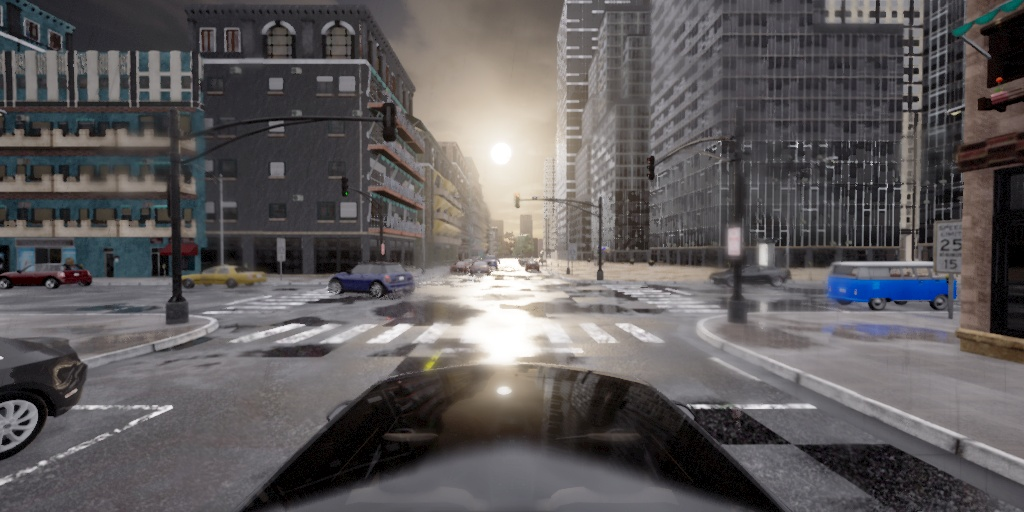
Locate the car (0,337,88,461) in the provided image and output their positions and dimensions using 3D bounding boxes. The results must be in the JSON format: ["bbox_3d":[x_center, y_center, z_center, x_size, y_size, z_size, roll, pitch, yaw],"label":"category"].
[{"bbox_3d":[-5.692,1.300,2.220,2.007,1.370,4.403,0,0,0],"label":"car"}]

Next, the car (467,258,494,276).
[{"bbox_3d":[-3.162,1.236,36.527,1.812,1.442,4.674,0,0,0],"label":"car"}]

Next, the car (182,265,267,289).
[{"bbox_3d":[-17.920,1.226,22.180,4.829,1.417,1.751,0,0,0],"label":"car"}]

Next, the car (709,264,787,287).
[{"bbox_3d":[14.638,1.195,22.294,4.313,1.339,1.948,0,0,0],"label":"car"}]

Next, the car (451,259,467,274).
[{"bbox_3d":[-5.762,1.251,40.286,1.888,1.381,4.507,0,0,0],"label":"car"}]

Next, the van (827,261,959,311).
[{"bbox_3d":[14.667,1.105,13.914,3.998,1.789,1.690,0,0,0],"label":"van"}]

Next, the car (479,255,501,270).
[{"bbox_3d":[-3.183,0.914,52.698,2.150,2.045,5.566,0,0,0],"label":"car"}]

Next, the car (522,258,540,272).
[{"bbox_3d":[2.575,1.245,46.008,1.888,1.381,4.507,0,0,0],"label":"car"}]

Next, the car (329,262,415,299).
[{"bbox_3d":[-7.206,1.090,18.341,4.553,1.767,2.097,0,1,29],"label":"car"}]

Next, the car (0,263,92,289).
[{"bbox_3d":[-28.818,1.169,22.142,4.097,1.591,1.967,0,0,0],"label":"car"}]
